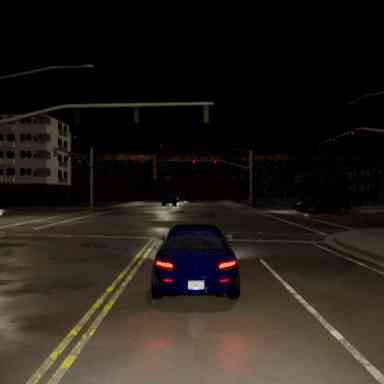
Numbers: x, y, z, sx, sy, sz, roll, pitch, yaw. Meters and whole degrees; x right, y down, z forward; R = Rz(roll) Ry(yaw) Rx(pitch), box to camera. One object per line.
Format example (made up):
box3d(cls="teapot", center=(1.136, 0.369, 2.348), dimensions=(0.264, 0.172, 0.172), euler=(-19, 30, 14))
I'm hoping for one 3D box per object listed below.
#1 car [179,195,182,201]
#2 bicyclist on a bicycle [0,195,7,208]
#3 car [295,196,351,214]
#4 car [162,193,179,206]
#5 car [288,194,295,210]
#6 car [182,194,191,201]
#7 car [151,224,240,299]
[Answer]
box3d(cls="car", center=(-3.578, 1.508, 68.975), dimensions=(1.812, 1.442, 4.674), euler=(0, 0, 0))
box3d(cls="bicyclist on a bicycle", center=(-25.480, 1.289, 44.850), dimensions=(0.582, 1.620, 1.656), euler=(0, 0, 0))
box3d(cls="car", center=(13.633, 1.380, 34.177), dimensions=(5.008, 1.535, 1.882), euler=(-1, 0, 1))
box3d(cls="car", center=(-3.638, 1.208, 54.006), dimensions=(2.150, 2.045, 5.566), euler=(0, 0, -1))
box3d(cls="car", center=(13.764, 1.254, 37.676), dimensions=(4.553, 1.767, 2.097), euler=(-1, 0, 1))
box3d(cls="car", center=(-1.773, 1.334, 81.201), dimensions=(2.097, 1.767, 4.553), euler=(0, 0, 19))
box3d(cls="car", center=(0.077, 1.524, 8.332), dimensions=(1.812, 1.442, 4.674), euler=(0, 0, 0))
